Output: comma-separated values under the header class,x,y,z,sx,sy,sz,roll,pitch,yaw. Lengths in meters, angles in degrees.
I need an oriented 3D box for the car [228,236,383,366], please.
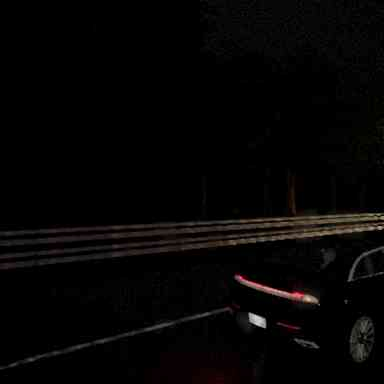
class,x,y,z,sx,sy,sz,roll,pitch,yaw
car,2.859,1.552,5.914,4.902,1.511,2.128,1,0,-36
